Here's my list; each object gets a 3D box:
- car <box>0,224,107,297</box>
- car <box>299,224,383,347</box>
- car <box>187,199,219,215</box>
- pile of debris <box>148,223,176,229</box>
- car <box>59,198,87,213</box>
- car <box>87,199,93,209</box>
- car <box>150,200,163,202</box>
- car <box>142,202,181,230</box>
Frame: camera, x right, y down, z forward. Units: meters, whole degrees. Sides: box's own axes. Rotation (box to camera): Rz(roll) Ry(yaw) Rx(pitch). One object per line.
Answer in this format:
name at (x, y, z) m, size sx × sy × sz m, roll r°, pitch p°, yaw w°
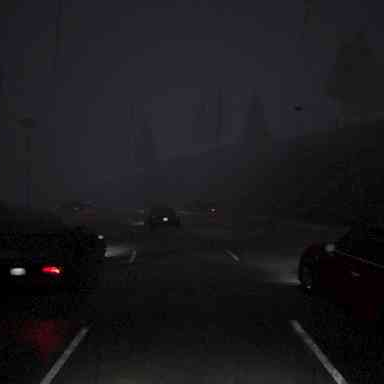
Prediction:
car at (-3.586, 1.583, 8.894) m, size 2.033 × 1.411 × 5.357 m, roll 0°, pitch 0°, yaw -5°
car at (3.507, 1.318, 5.735) m, size 2.097 × 1.767 × 4.553 m, roll -1°, pitch 0°, yaw -2°
car at (1.055, 1.496, 34.186) m, size 1.837 × 1.490 × 4.892 m, roll 1°, pitch -1°, yaw -24°
pile of debris at (-1.980, 2.195, 21.413) m, size 1.500 × 0.140 × 1.860 m, roll -1°, pitch 0°, yaw -14°
car at (-14.656, 1.649, 40.253) m, size 1.837 × 1.490 × 4.892 m, roll 1°, pitch -1°, yaw -35°
car at (-15.910, 1.648, 47.468) m, size 2.128 × 1.511 × 4.902 m, roll 0°, pitch 0°, yaw -41°
car at (-4.014, 1.604, 36.696) m, size 1.994 × 1.385 × 4.181 m, roll 0°, pitch 0°, yaw -27°
car at (-2.029, 1.584, 21.503) m, size 1.994 × 1.385 × 4.181 m, roll 0°, pitch 0°, yaw -14°
